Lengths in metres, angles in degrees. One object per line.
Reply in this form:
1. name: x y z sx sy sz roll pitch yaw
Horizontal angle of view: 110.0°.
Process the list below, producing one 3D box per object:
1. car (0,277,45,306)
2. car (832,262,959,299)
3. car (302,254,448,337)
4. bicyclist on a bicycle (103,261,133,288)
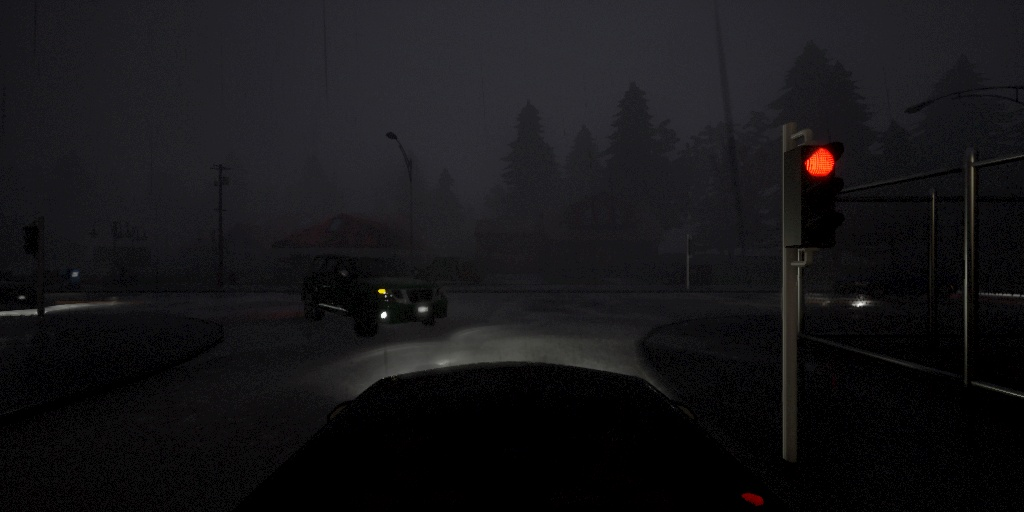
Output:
1. car: -20.720 1.276 13.454 4.674 1.442 1.812 0 0 0
2. car: 18.727 1.228 17.646 5.008 1.535 1.882 0 0 0
3. car: -4.289 0.971 10.733 5.566 2.045 2.150 0 -2 41
4. bicyclist on a bicycle: -23.979 1.098 21.830 0.582 1.620 1.656 0 0 0
